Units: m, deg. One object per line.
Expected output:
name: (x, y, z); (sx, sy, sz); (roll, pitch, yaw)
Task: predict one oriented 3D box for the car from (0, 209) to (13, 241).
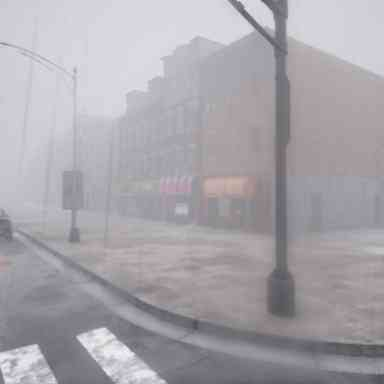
car: (-9.853, 1.520, 15.929); (1.837, 1.490, 4.892); (0, 0, -36)
